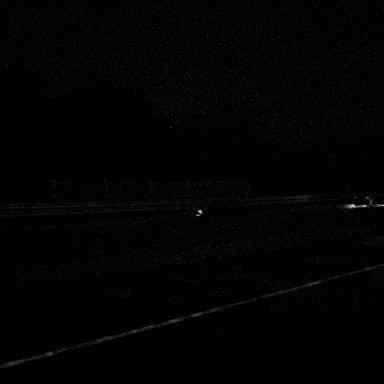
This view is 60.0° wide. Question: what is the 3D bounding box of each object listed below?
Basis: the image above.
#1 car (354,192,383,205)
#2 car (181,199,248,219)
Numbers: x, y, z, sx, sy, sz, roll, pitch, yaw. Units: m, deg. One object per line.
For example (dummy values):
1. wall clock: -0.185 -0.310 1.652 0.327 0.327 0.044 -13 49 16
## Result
1. car: 23.707 0.765 44.732 4.553 1.767 2.097 -2 1 -36
2. car: 1.518 1.283 22.140 4.553 1.767 2.097 -1 0 -35
